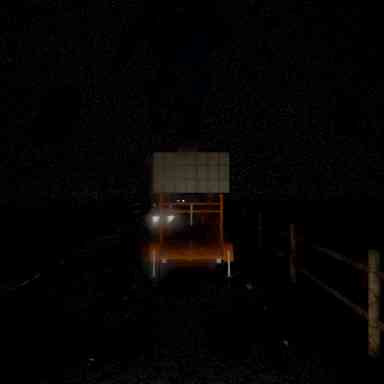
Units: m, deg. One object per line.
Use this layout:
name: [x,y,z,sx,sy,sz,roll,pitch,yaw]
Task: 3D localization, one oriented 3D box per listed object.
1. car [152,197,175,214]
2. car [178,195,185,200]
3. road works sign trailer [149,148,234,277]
car: [-2.905,1.370,34.928,2.097,1.767,4.553,0,0,0]
car: [-2.896,1.571,90.216,2.033,1.411,5.357,0,0,0]
road works sign trailer: [-0.015,0.467,10.224,2.380,3.560,2.880,0,0,0]
